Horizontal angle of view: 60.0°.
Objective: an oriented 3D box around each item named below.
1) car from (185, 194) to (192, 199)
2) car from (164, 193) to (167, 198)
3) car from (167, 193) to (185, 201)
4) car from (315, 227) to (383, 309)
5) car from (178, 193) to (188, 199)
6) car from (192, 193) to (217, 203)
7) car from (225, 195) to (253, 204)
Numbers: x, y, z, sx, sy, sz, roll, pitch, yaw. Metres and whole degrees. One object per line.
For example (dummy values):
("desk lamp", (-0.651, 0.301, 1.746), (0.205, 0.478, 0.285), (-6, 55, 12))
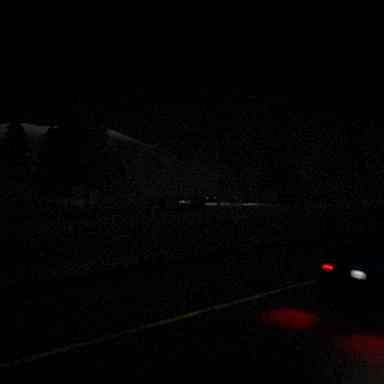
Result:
("car", (0.607, 1.092, 69.171), (1.994, 1.385, 4.181), (-1, 0, -17))
("car", (-6.024, 1.043, 84.358), (1.994, 1.385, 4.181), (-1, 0, -7))
("car", (-3.087, 1.088, 69.402), (2.128, 1.511, 4.902), (-1, 0, -17))
("car", (4.934, 1.454, 7.226), (5.357, 1.411, 2.033), (-1, 0, -35))
("car", (-2.229, 0.994, 82.122), (1.812, 1.442, 4.674), (-1, 0, -10))
("car", (2.368, 0.957, 55.515), (2.097, 1.767, 4.553), (-1, 0, -26))
("car", (7.474, 1.120, 53.158), (2.033, 1.411, 5.357), (-1, 0, -30))
